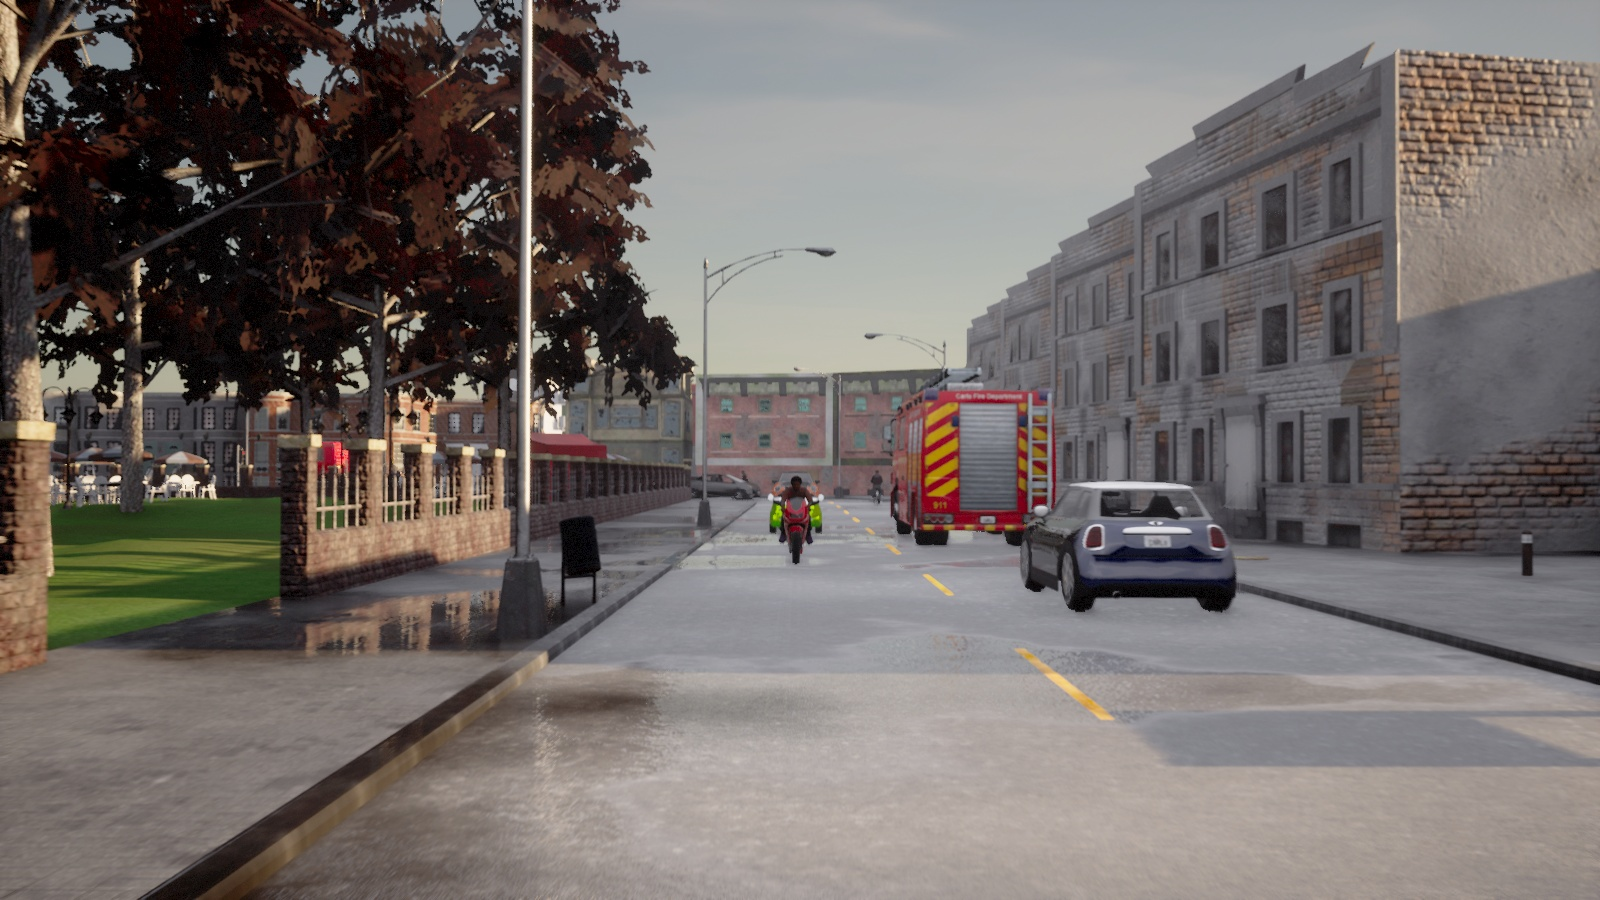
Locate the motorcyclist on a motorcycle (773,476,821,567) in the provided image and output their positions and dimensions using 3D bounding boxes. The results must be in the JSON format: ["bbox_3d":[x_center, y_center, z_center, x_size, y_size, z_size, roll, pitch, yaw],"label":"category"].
[{"bbox_3d":[-0.057,1.221,22.189,0.797,1.523,2.044,0,-1,0],"label":"motorcyclist on a motorcycle"}]

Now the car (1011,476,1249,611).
[{"bbox_3d":[3.961,1.067,15.771,1.970,1.475,3.806,0,-1,0],"label":"car"}]

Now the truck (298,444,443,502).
[{"bbox_3d":[-26.314,1.403,77.170,7.936,3.462,2.891,0,-1,0],"label":"truck"}]

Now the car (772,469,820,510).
[{"bbox_3d":[-0.179,1.763,57.305,2.097,1.767,4.553,0,-1,0],"label":"car"}]

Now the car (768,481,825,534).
[{"bbox_3d":[-0.098,1.507,33.460,1.481,1.376,2.207,0,-1,0],"label":"car"}]

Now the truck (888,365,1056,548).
[{"bbox_3d":[3.908,0.217,30.592,2.891,3.827,8.468,0,-1,0],"label":"truck"}]

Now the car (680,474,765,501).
[{"bbox_3d":[-4.459,2.156,72.421,4.514,1.525,2.007,-1,-1,15],"label":"car"}]
